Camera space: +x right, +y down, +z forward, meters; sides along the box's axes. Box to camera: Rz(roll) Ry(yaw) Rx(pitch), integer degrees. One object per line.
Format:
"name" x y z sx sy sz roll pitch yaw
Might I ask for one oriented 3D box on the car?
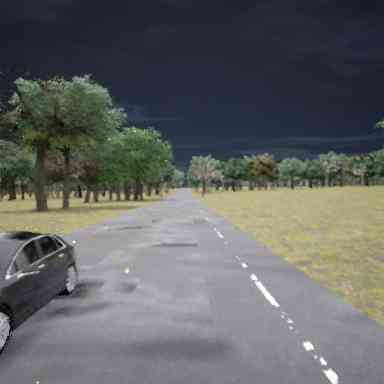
"car" -3.577 1.554 6.025 1.837 1.490 4.892 0 0 -1
